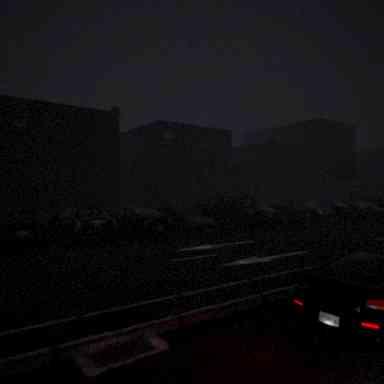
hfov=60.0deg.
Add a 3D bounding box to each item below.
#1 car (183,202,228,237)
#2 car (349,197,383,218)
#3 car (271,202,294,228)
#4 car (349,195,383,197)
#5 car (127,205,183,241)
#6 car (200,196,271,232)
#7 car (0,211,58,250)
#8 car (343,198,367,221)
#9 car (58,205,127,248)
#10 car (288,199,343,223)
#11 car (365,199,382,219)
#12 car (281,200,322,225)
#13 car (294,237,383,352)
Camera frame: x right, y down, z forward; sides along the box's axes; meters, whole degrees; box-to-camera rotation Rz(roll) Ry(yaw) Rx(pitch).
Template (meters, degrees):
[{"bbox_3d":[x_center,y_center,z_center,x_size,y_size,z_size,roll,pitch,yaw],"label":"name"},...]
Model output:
[{"bbox_3d":[-0.568,1.505,18.397,2.163,1.488,4.792,0,0,-36],"label":"car"},{"bbox_3d":[15.217,1.519,29.504,1.946,1.575,5.366,0,0,-36],"label":"car"},{"bbox_3d":[3.901,1.524,21.629,2.002,1.452,4.674,0,0,-36],"label":"car"},{"bbox_3d":[17.365,1.292,31.235,2.435,2.045,5.566,1,0,-36],"label":"car"},{"bbox_3d":[-2.823,1.473,16.812,2.097,1.535,5.008,0,0,-36],"label":"car"},{"bbox_3d":[1.641,1.228,20.050,2.435,2.045,5.566,0,0,-36],"label":"car"},{"bbox_3d":[-7.327,1.502,13.631,2.163,1.488,4.792,0,0,-36],"label":"car"},{"bbox_3d":[10.630,1.500,26.442,2.097,1.535,5.008,0,0,-36],"label":"car"},{"bbox_3d":[-5.050,1.347,15.186,2.185,1.767,4.553,0,0,-36],"label":"car"},{"bbox_3d":[8.366,1.369,24.867,2.185,1.767,4.553,0,0,-36],"label":"car"},{"bbox_3d":[12.868,1.550,28.047,2.002,1.452,4.674,0,0,-36],"label":"car"},{"bbox_3d":[6.125,1.519,23.260,2.163,1.488,4.792,0,0,-36],"label":"car"},{"bbox_3d":[3.697,1.524,5.766,4.674,1.442,1.812,0,0,-35],"label":"car"}]
